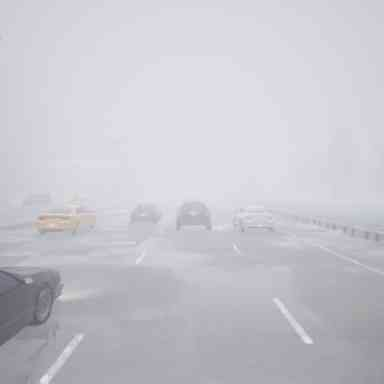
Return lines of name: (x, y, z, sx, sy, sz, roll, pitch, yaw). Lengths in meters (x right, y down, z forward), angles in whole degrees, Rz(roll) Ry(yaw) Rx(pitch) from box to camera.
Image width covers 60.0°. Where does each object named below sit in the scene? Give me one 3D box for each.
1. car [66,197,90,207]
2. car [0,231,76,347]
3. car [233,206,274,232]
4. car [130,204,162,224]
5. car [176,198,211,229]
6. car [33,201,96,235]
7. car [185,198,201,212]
car: (-17.757, 1.497, 51.979, 2.128, 1.511, 4.902, 0, 0, -2)
car: (-3.399, 1.548, 4.004, 2.033, 1.411, 5.357, 0, 0, 0)
car: (3.603, 1.528, 19.824, 1.812, 1.442, 4.674, 0, 0, 0)
car: (-3.394, 1.566, 25.168, 1.994, 1.385, 4.181, 0, 0, 0)
car: (0.105, 1.354, 21.767, 2.097, 1.767, 4.553, 0, 0, 0)
car: (-6.893, 1.479, 18.846, 1.882, 1.535, 5.008, 0, 0, 0)
car: (0.107, 1.509, 40.704, 1.837, 1.490, 4.892, 0, 0, 0)
